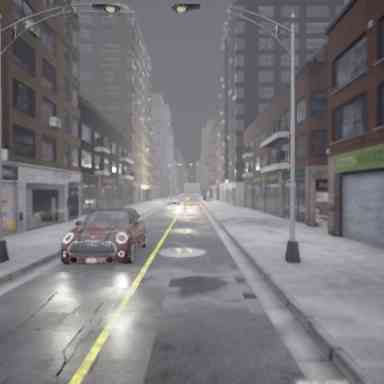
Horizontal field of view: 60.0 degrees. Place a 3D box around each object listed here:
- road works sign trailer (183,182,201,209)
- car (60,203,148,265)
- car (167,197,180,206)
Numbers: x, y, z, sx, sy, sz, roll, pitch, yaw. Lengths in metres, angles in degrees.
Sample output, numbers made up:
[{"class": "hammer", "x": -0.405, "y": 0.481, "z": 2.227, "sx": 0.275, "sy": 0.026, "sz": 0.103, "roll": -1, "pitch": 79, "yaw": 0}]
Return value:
[{"class": "road works sign trailer", "x": 0.005, "y": 0.396, "z": 45.335, "sx": 2.380, "sy": 3.560, "sz": 2.880, "roll": 0, "pitch": 0, "yaw": 0}, {"class": "car", "x": -2.848, "y": 1.337, "z": 11.649, "sx": 2.097, "sy": 1.767, "sz": 4.553, "roll": 0, "pitch": 0, "yaw": 0}, {"class": "car", "x": -2.816, "y": 1.445, "z": 51.983, "sx": 1.812, "sy": 1.442, "sz": 4.674, "roll": 0, "pitch": 0, "yaw": 0}]
